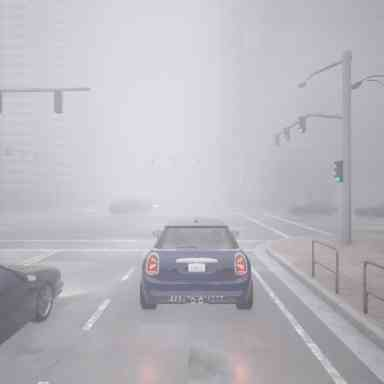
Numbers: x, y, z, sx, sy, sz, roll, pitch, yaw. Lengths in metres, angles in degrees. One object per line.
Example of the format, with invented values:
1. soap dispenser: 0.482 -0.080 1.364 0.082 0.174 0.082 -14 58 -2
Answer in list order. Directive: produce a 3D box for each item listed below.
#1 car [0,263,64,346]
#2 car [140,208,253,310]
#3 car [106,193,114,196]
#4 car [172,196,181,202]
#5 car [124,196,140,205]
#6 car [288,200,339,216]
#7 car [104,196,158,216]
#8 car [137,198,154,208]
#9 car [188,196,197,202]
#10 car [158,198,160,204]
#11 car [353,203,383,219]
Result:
1. car: -3.414 1.547 4.142 2.033 1.411 5.357 0 0 -1
2. car: 0.092 1.352 8.000 2.097 1.767 4.553 0 0 0
3. car: -10.519 1.352 48.143 2.097 1.767 4.553 0 0 0
4. car: -3.383 1.465 72.231 2.033 1.411 5.357 0 0 0
5. car: -10.481 1.505 58.088 1.837 1.490 4.892 0 0 0
6. car: 11.708 1.526 32.177 4.674 1.442 1.812 0 0 1
7. car: -5.913 1.477 32.588 1.882 1.535 5.008 1 0 32
8. car: -7.013 1.564 50.406 1.994 1.385 4.181 0 0 0
9. car: 0.123 1.553 72.632 1.994 1.385 4.181 0 0 0
10. car: -6.972 1.601 60.367 1.895 1.301 4.718 0 0 0
11. car: 16.502 1.601 28.634 4.718 1.301 1.895 0 0 1
